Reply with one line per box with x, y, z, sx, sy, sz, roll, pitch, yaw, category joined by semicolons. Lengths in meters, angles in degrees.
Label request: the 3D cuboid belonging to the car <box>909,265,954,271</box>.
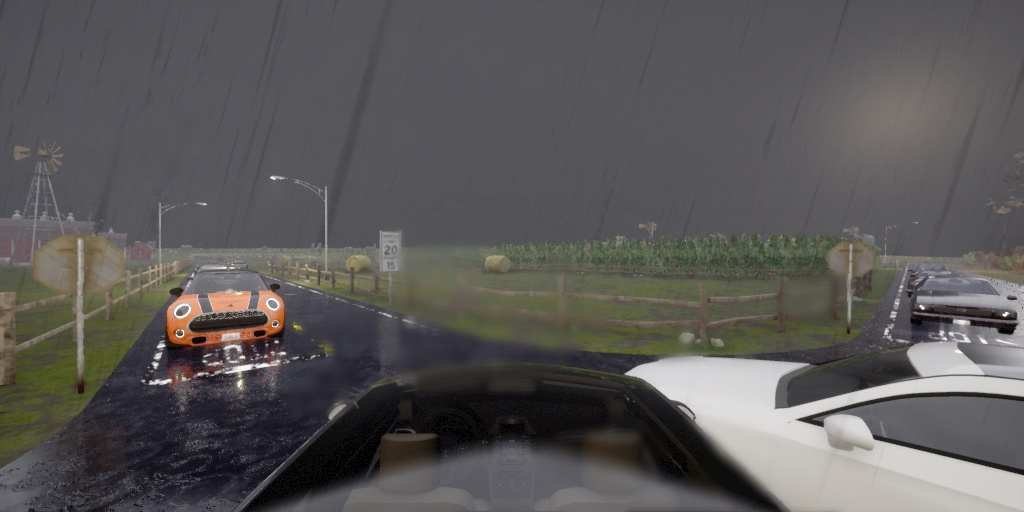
21.104;1.359;17.770;4.181;1.385;1.994;0;1;-42;car

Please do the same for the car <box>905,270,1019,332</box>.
13.675;1.332;11.086;5.357;1.411;2.033;0;1;-42;car

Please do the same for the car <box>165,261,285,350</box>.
-7.438;1.136;9.415;2.097;1.767;4.553;0;0;-39;car

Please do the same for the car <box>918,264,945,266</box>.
28.765;1.302;24.653;4.902;1.511;2.128;0;1;-42;car

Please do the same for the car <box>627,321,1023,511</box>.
2.866;1.293;2.171;1.812;1.442;4.674;0;1;-43;car
